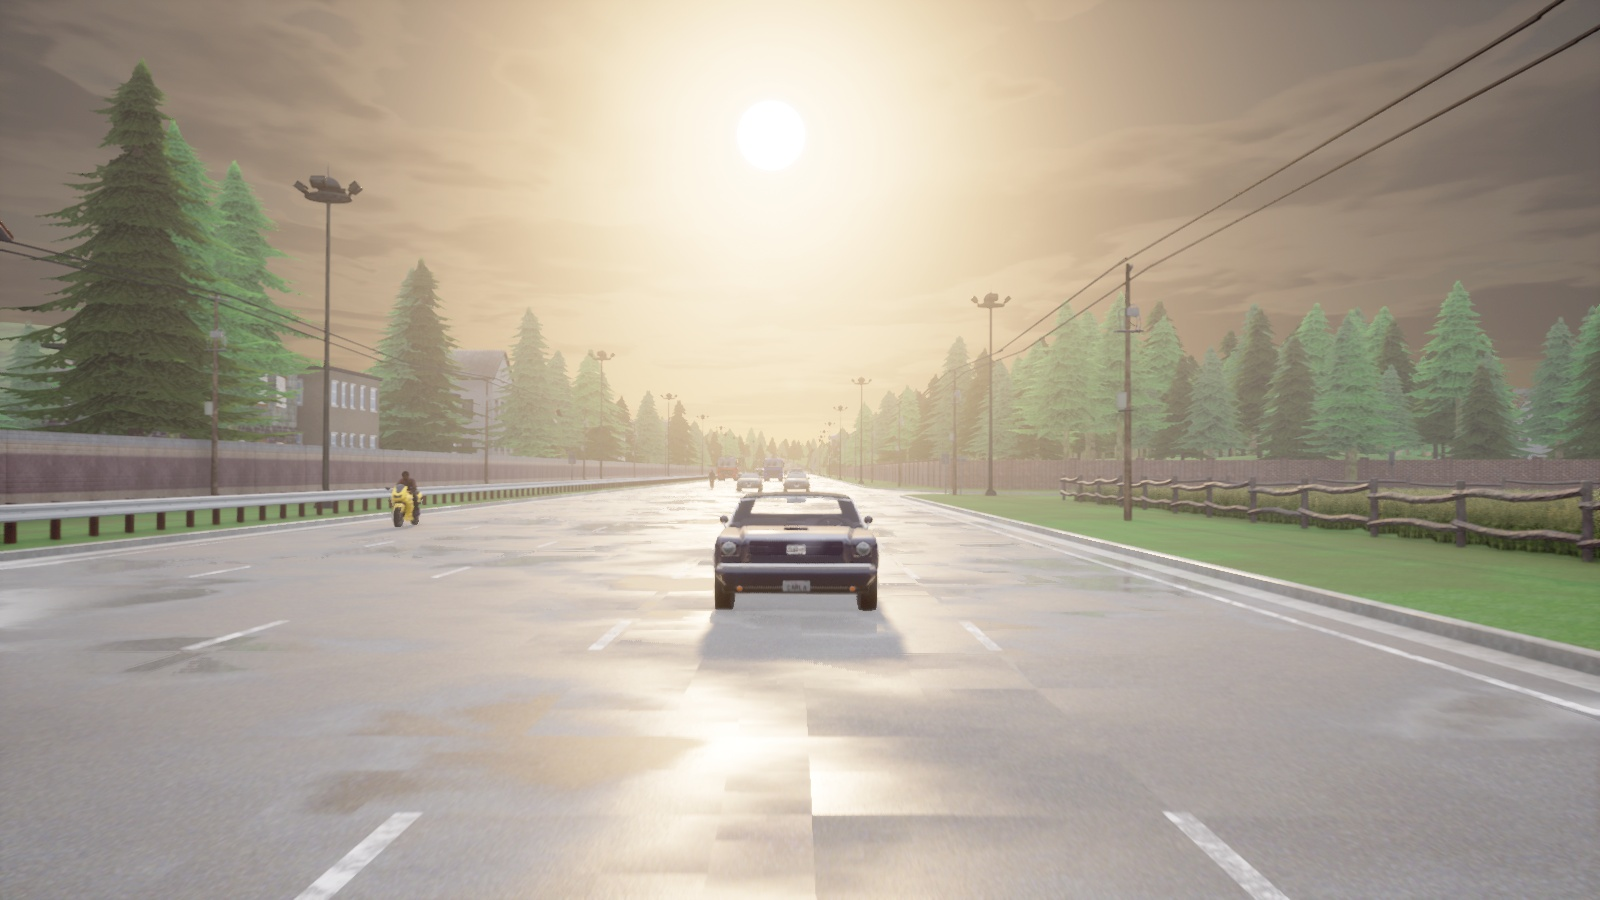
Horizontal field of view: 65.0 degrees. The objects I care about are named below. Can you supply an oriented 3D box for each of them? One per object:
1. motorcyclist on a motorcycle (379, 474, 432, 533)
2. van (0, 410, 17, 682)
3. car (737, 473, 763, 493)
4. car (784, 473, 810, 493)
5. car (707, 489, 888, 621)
[{"bbox_3d":[-10.581,1.404,33.729,0.797,1.523,2.044,0,-1,0],"label":"motorcyclist on a motorcycle"},{"bbox_3d":[-7.019,0.689,7.358,2.069,2.038,4.480,0,-1,0],"label":"van"},{"bbox_3d":[-3.726,2.429,94.083,1.812,1.442,4.674,0,-1,0],"label":"car"},{"bbox_3d":[-0.221,2.383,92.219,1.812,1.442,4.674,0,-1,0],"label":"car"},{"bbox_3d":[-0.037,1.175,15.540,1.895,1.301,4.718,0,-1,0],"label":"car"}]
